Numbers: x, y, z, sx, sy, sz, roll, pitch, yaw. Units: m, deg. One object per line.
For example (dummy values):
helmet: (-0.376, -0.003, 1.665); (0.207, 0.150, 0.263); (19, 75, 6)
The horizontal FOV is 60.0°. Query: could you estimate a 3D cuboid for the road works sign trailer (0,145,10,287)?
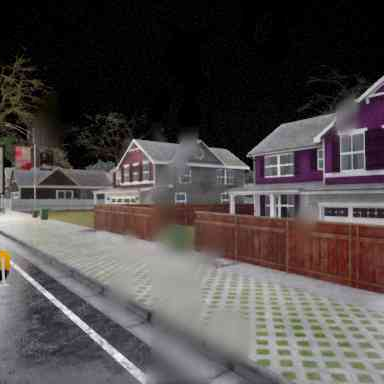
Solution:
road works sign trailer: (-6.106, 0.469, 8.408); (2.380, 3.560, 2.880); (0, 0, -38)
